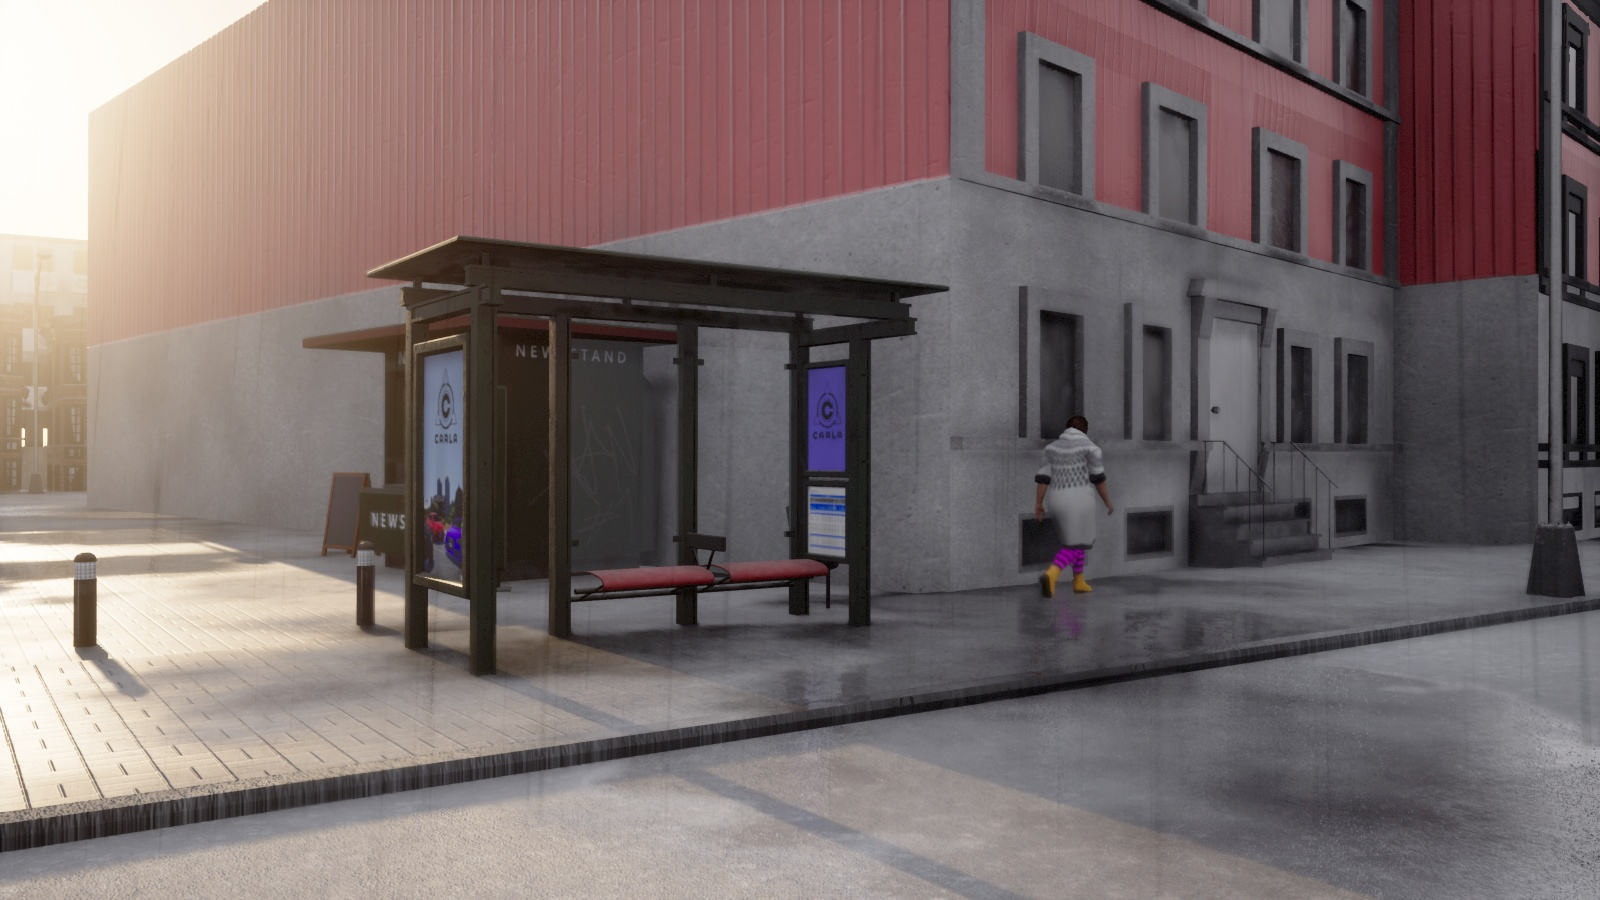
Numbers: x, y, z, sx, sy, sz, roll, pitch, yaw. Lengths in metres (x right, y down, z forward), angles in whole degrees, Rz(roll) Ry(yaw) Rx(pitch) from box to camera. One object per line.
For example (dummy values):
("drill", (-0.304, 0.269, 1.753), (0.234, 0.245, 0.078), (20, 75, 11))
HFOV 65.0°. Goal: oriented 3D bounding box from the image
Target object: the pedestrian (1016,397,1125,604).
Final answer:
("pedestrian", (2.669, 0.479, 12.379), (0.873, 1.952, 0.659), (0, 0, -42))
